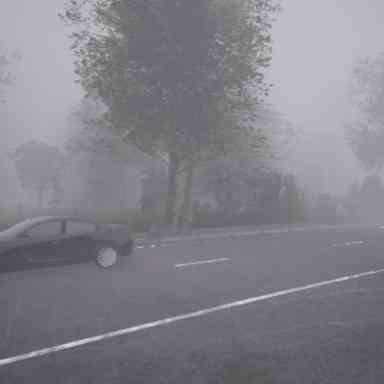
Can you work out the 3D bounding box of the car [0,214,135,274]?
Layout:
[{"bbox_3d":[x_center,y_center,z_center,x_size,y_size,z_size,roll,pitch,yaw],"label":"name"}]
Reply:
[{"bbox_3d":[-4.123,1.407,9.453,5.008,1.535,1.882,0,0,-34],"label":"car"}]
